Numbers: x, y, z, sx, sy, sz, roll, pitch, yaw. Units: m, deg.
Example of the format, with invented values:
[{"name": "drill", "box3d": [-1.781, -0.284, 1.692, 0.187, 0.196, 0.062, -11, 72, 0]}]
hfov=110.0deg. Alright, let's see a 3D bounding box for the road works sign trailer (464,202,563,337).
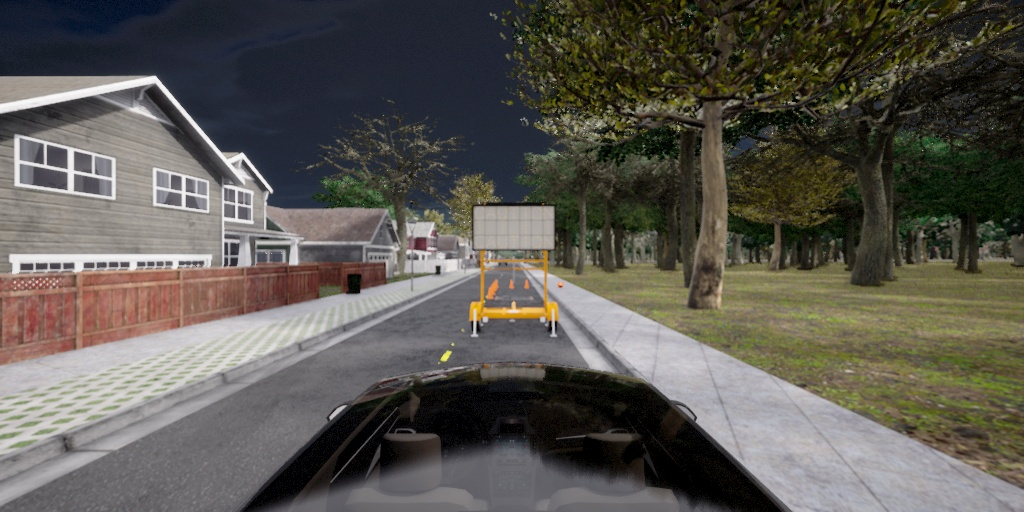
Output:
[{"name": "road works sign trailer", "box3d": [0.062, 0.254, 10.453, 2.380, 3.560, 2.880, 0, 0, 0]}]
